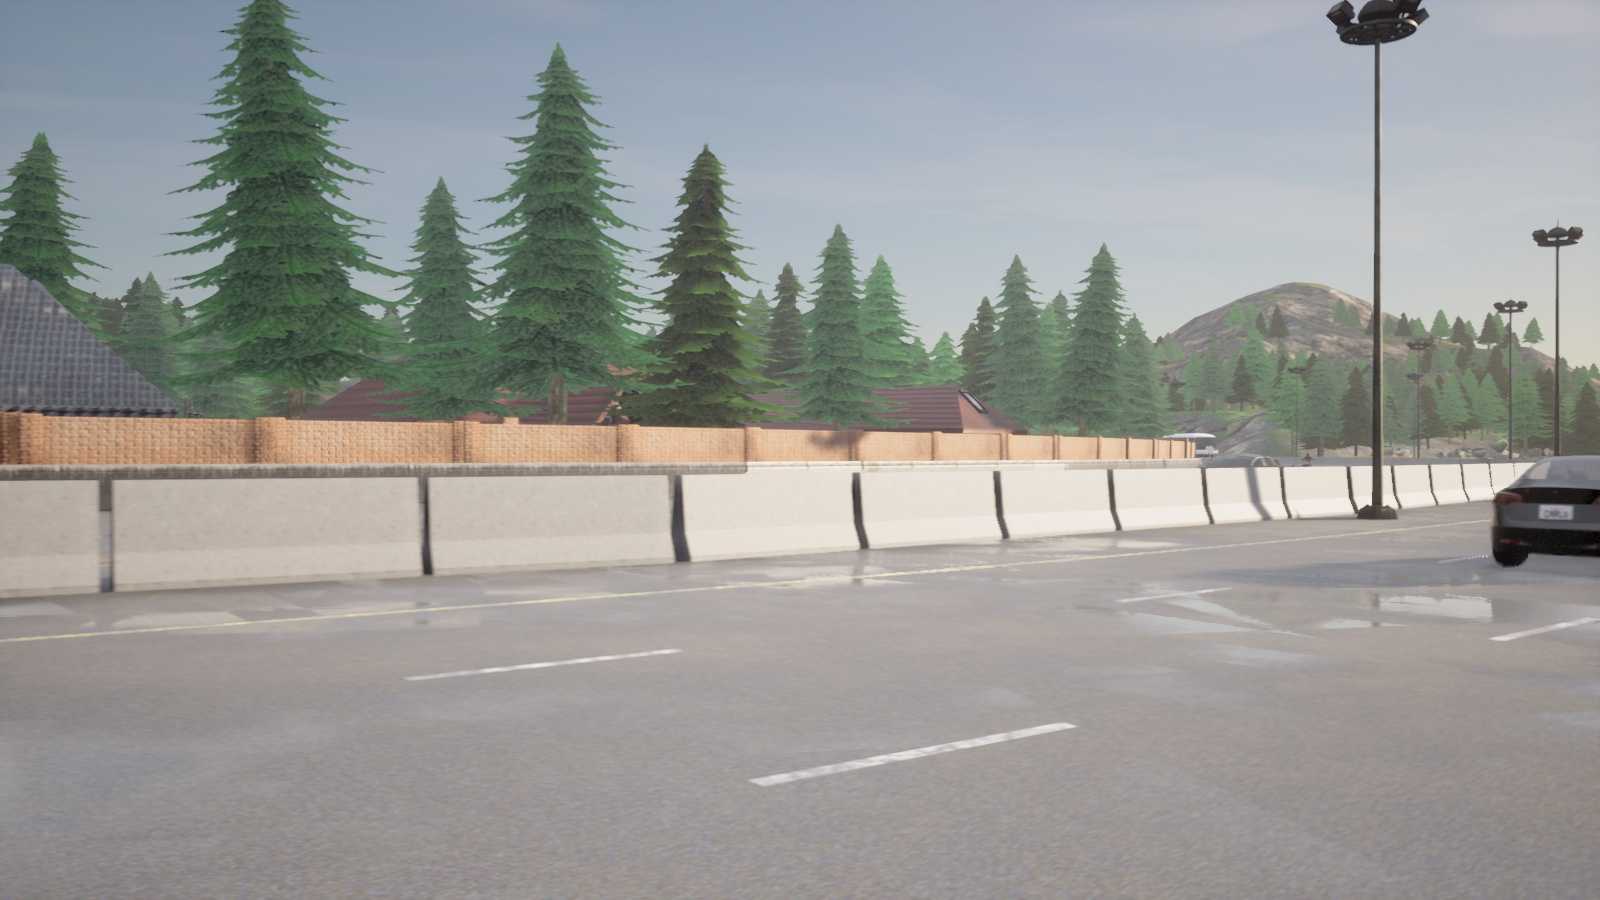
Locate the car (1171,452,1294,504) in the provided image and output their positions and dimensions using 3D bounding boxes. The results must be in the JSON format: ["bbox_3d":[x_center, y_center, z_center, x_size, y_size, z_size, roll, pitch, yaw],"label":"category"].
[{"bbox_3d":[13.529,0.825,39.081,1.837,1.490,4.892,0,0,42],"label":"car"}]

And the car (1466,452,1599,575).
[{"bbox_3d":[11.169,0.765,17.101,4.792,1.488,2.163,0,0,-41],"label":"car"}]
